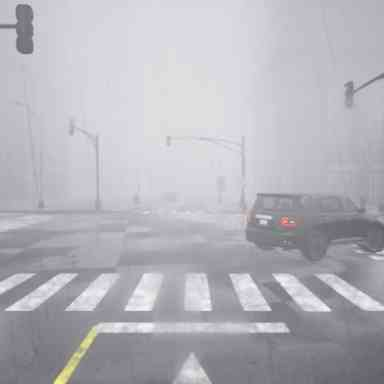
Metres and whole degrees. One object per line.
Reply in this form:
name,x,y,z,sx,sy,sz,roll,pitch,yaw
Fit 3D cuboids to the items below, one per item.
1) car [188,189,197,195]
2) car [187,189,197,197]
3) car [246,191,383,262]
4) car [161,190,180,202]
car,0.112,0.029,75.293,1.895,1.301,4.718,0,1,0
car,0.089,0.199,65.264,1.812,1.442,4.674,0,1,0
car,4.350,1.023,11.438,5.566,2.045,2.150,1,1,-34
car,-3.045,0.629,45.064,2.033,1.411,5.357,0,1,0
